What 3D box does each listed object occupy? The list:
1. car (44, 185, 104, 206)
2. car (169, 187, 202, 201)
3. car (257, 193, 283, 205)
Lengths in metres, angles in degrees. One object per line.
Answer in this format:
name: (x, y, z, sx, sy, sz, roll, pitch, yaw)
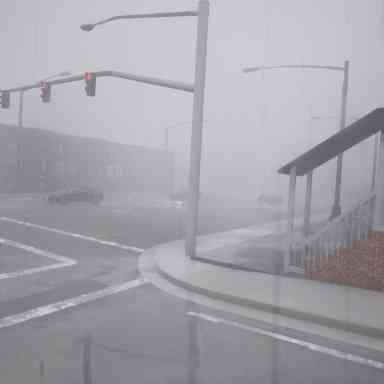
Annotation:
car: (-9.343, 0.219, 26.680, 2.128, 1.511, 4.902, 5, 3, 36)
car: (-0.676, 0.231, 38.730, 1.837, 1.490, 4.892, 5, 4, 36)
car: (9.617, 0.781, 40.768, 1.994, 1.385, 4.181, 5, 3, 36)
